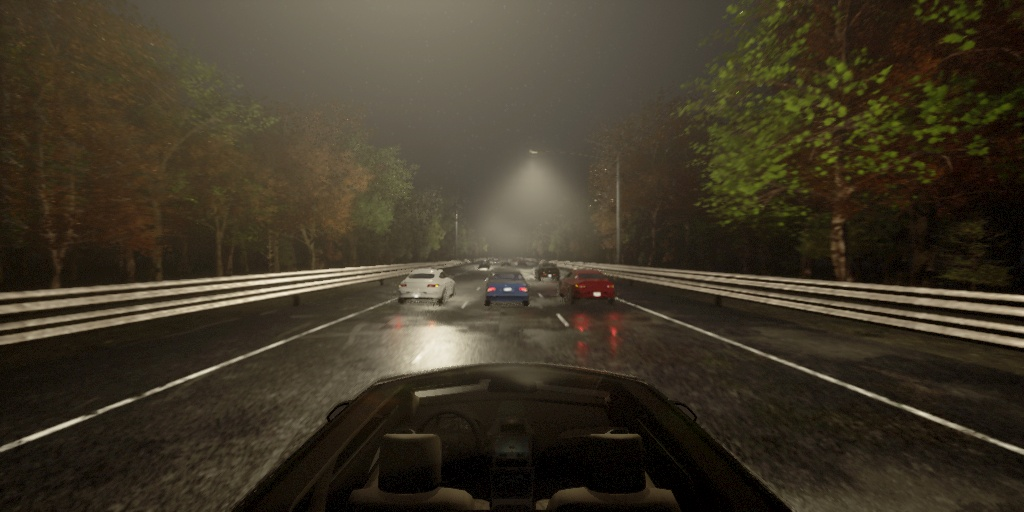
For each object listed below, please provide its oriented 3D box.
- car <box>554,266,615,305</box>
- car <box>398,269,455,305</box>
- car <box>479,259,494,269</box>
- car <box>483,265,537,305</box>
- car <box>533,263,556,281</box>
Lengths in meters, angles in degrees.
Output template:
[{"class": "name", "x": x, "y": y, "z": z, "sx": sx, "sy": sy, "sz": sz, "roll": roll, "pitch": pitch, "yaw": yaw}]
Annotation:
[{"class": "car", "x": 3.272, "y": 1.316, "z": 16.247, "sx": 1.812, "sy": 1.442, "sz": 4.674, "roll": 0, "pitch": 0, "yaw": -1}, {"class": "car", "x": -3.726, "y": 1.303, "z": 16.126, "sx": 1.812, "sy": 1.442, "sz": 4.674, "roll": 0, "pitch": 0, "yaw": -1}, {"class": "car", "x": -4.483, "y": 1.399, "z": 59.405, "sx": 2.033, "sy": 1.411, "sz": 5.357, "roll": 0, "pitch": 0, "yaw": -1}, {"class": "car", "x": -0.225, "y": 1.331, "z": 16.184, "sx": 2.033, "sy": 1.411, "sz": 5.357, "roll": 0, "pitch": 0, "yaw": -1}, {"class": "car", "x": 3.010, "y": 1.329, "z": 31.311, "sx": 1.837, "sy": 1.490, "sz": 4.892, "roll": 0, "pitch": 0, "yaw": -1}]
